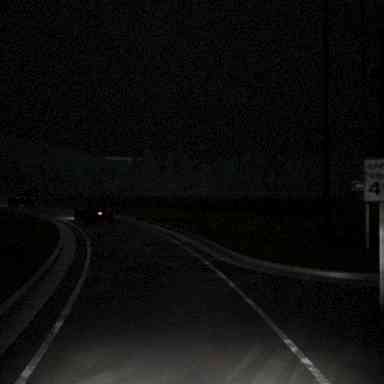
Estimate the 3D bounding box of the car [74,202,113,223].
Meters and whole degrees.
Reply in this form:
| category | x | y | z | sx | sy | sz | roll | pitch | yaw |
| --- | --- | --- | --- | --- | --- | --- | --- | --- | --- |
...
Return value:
| category | x | y | z | sx | sy | sz | roll | pitch | yaw |
| --- | --- | --- | --- | --- | --- | --- | --- | --- | --- |
| car | -7.066 | 1.370 | 23.645 | 1.994 | 1.385 | 4.181 | -1 | 1 | -30 |

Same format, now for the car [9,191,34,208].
| category | x | y | z | sx | sy | sz | roll | pitch | yaw |
| --- | --- | --- | --- | --- | --- | --- | --- | --- | --- |
| car | -22.465 | 0.917 | 43.676 | 2.150 | 2.045 | 5.566 | -1 | 1 | -38 |
